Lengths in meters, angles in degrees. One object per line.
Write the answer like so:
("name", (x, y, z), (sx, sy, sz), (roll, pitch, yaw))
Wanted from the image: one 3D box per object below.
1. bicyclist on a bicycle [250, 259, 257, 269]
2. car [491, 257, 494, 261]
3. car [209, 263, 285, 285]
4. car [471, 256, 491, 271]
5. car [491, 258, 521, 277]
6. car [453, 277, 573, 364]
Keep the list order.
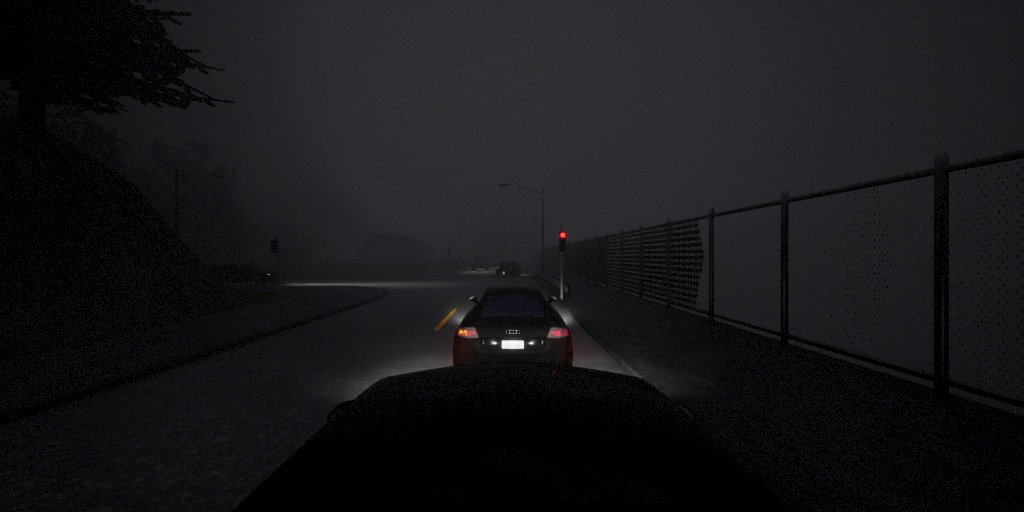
("bicyclist on a bicycle", (-24.042, 1.099, 33.271), (0.582, 1.620, 1.656), (0, 0, 0))
("car", (-4.542, 1.276, 60.501), (1.812, 1.442, 4.674), (0, 0, 0))
("car", (-18.490, 1.242, 24.917), (4.902, 1.511, 2.128), (0, 0, 0))
("car", (-4.482, 0.972, 50.585), (2.150, 2.045, 5.566), (0, 0, 0))
("car", (-0.323, 1.255, 34.719), (1.837, 1.490, 4.892), (2, 0, 10))
("car", (0.019, 1.314, 7.450), (1.994, 1.385, 4.181), (0, 0, 0))
